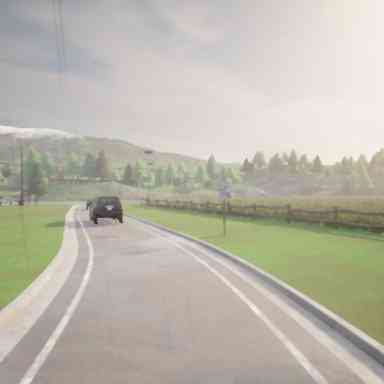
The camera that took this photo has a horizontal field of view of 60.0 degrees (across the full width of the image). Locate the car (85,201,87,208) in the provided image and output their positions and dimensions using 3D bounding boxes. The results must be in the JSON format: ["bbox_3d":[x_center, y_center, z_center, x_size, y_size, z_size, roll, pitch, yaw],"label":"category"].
[{"bbox_3d":[-14.443,1.688,48.553,1.837,1.490,4.892,0,-1,-18],"label":"car"}]

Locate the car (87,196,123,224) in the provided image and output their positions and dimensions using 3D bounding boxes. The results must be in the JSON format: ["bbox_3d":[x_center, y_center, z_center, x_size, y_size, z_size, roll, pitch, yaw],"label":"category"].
[{"bbox_3d":[-6.829,1.317,26.333,2.150,2.045,5.566,0,0,-20],"label":"car"}]
